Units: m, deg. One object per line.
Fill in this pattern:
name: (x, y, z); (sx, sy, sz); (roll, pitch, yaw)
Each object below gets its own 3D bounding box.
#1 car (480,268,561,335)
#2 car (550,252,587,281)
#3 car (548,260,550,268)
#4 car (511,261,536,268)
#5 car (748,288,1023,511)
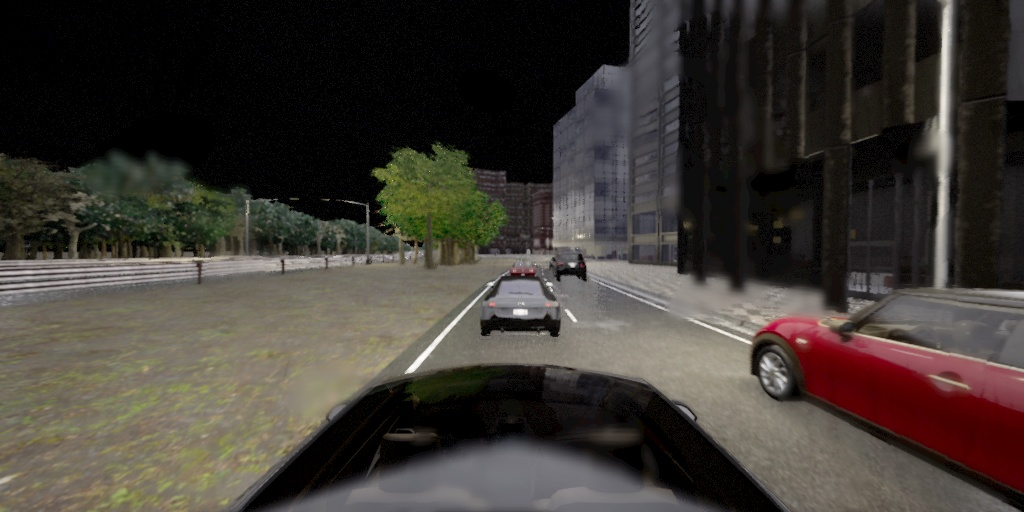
car: (0.230, 1.224, 10.164); (1.994, 1.385, 4.181); (0, 1, 1)
car: (4.295, 0.713, 27.076); (2.150, 2.045, 5.566); (0, 1, 4)
car: (5.497, 0.823, 44.070); (1.837, 1.490, 4.892); (0, 1, 6)
car: (0.912, 1.074, 28.033); (1.895, 1.301, 4.718); (0, 1, 3)
car: (4.553, 1.087, 3.453); (2.097, 1.767, 4.553); (0, 1, 0)
